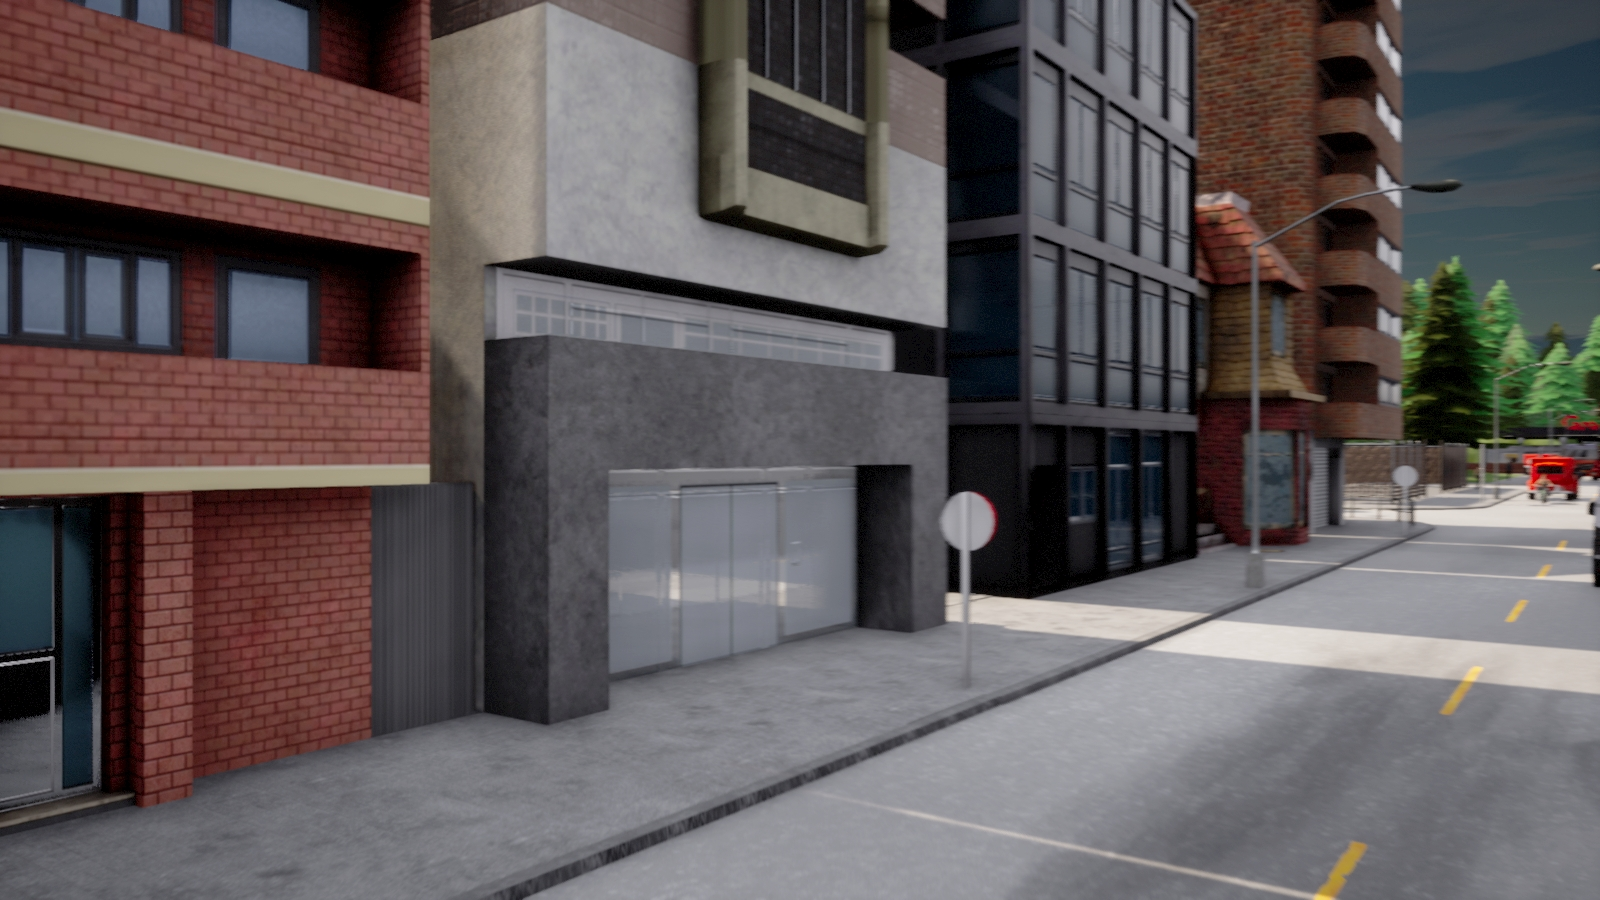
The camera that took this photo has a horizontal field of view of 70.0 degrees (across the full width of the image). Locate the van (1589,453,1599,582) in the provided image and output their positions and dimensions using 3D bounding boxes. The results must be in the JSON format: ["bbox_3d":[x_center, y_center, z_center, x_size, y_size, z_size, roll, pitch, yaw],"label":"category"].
[{"bbox_3d":[18.285,1.350,24.594,1.988,2.561,5.915,0,0,36],"label":"van"}]

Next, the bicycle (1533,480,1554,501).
[{"bbox_3d":[39.374,2.126,60.507,0.859,1.080,1.487,0,0,36],"label":"bicycle"}]
